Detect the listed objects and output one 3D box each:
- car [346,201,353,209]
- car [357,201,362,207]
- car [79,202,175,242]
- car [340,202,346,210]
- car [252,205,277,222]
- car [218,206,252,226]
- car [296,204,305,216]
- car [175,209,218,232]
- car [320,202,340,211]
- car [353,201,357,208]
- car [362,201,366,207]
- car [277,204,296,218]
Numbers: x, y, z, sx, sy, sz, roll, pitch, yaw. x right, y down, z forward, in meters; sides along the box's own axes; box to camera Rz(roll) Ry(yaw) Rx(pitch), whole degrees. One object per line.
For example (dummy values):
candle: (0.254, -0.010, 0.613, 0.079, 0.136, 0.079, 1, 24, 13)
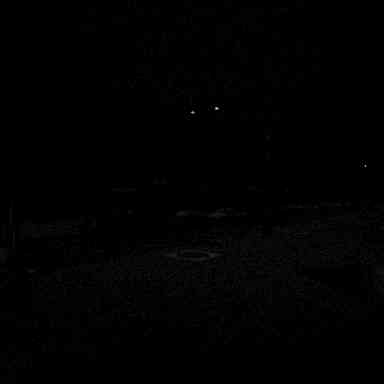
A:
car: (27.844, 2.479, 61.673, 1.947, 1.339, 4.313, -1, -1, 35)
car: (34.100, 2.629, 70.482, 1.947, 1.339, 4.313, -1, -1, 35)
car: (-3.437, 1.468, 17.630, 2.192, 1.841, 5.009, -1, -1, 35)
car: (24.617, 2.361, 57.131, 1.752, 1.417, 4.829, -1, -1, 35)
car: (5.947, 1.949, 30.840, 1.947, 1.339, 4.313, -1, -1, 35)
car: (2.720, 1.829, 26.297, 1.752, 1.417, 4.829, -1, -1, 35)
car: (12.203, 2.086, 39.650, 2.008, 1.369, 4.403, -1, -1, 35)
car: (-0.310, 1.812, 22.030, 1.802, 1.307, 4.206, -1, -1, 35)
car: (21.588, 2.313, 52.864, 2.008, 1.369, 4.403, -1, -1, 35)
car: (30.972, 2.570, 66.078, 1.802, 1.307, 4.206, -1, -1, 35)
car: (40.356, 2.782, 79.291, 1.947, 1.339, 4.313, -1, -1, 35)
car: (9.075, 2.025, 35.244, 1.947, 1.339, 4.313, -1, -1, 35)
